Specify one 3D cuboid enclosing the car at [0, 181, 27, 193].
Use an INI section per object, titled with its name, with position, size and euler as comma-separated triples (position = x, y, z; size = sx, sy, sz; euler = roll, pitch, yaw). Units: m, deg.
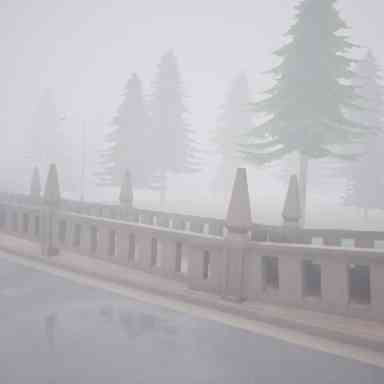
[car]
position = -21.257, -0.474, 37.413
size = 1.882, 1.535, 5.008
euler = 4, 3, 37
